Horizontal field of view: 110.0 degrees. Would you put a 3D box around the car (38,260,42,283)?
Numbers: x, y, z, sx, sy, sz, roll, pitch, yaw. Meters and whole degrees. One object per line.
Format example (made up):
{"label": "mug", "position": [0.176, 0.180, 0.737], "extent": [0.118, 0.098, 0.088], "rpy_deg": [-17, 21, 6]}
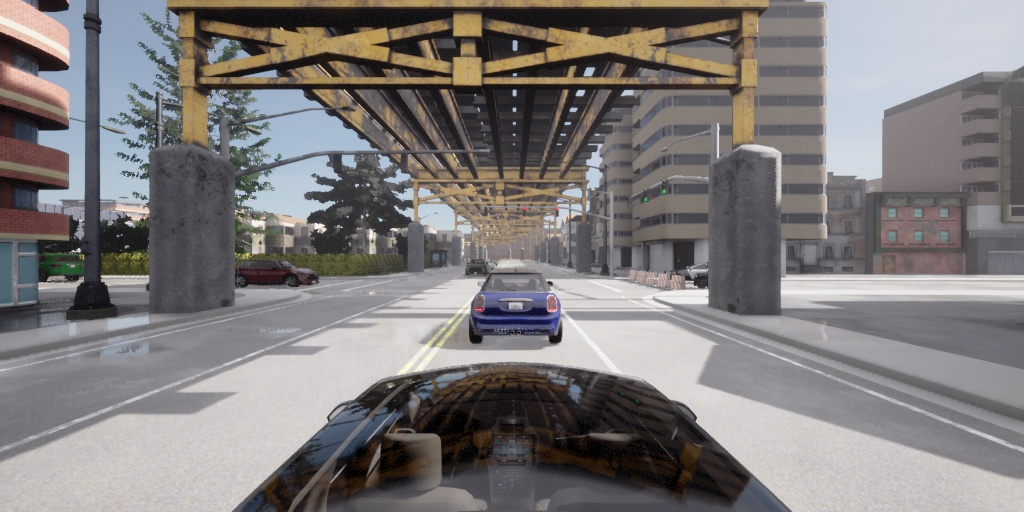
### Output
{"label": "car", "position": [-33.387, 1.156, 22.583], "extent": [4.892, 1.490, 1.837], "rpy_deg": [0, 0, 1]}

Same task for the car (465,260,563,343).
{"label": "car", "position": [0.100, 1.093, 9.843], "extent": [2.097, 1.767, 4.553], "rpy_deg": [0, 0, 1]}

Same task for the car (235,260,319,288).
{"label": "car", "position": [-14.685, 1.044, 22.473], "extent": [4.553, 1.767, 2.097], "rpy_deg": [0, 0, -1]}

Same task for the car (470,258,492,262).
{"label": "car", "position": [-3.503, 1.050, 36.789], "extent": [2.097, 1.767, 4.553], "rpy_deg": [0, 0, 1]}

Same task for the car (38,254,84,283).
{"label": "car", "position": [-34.874, 0.864, 26.286], "extent": [5.566, 2.045, 2.150], "rpy_deg": [0, 0, 0]}
